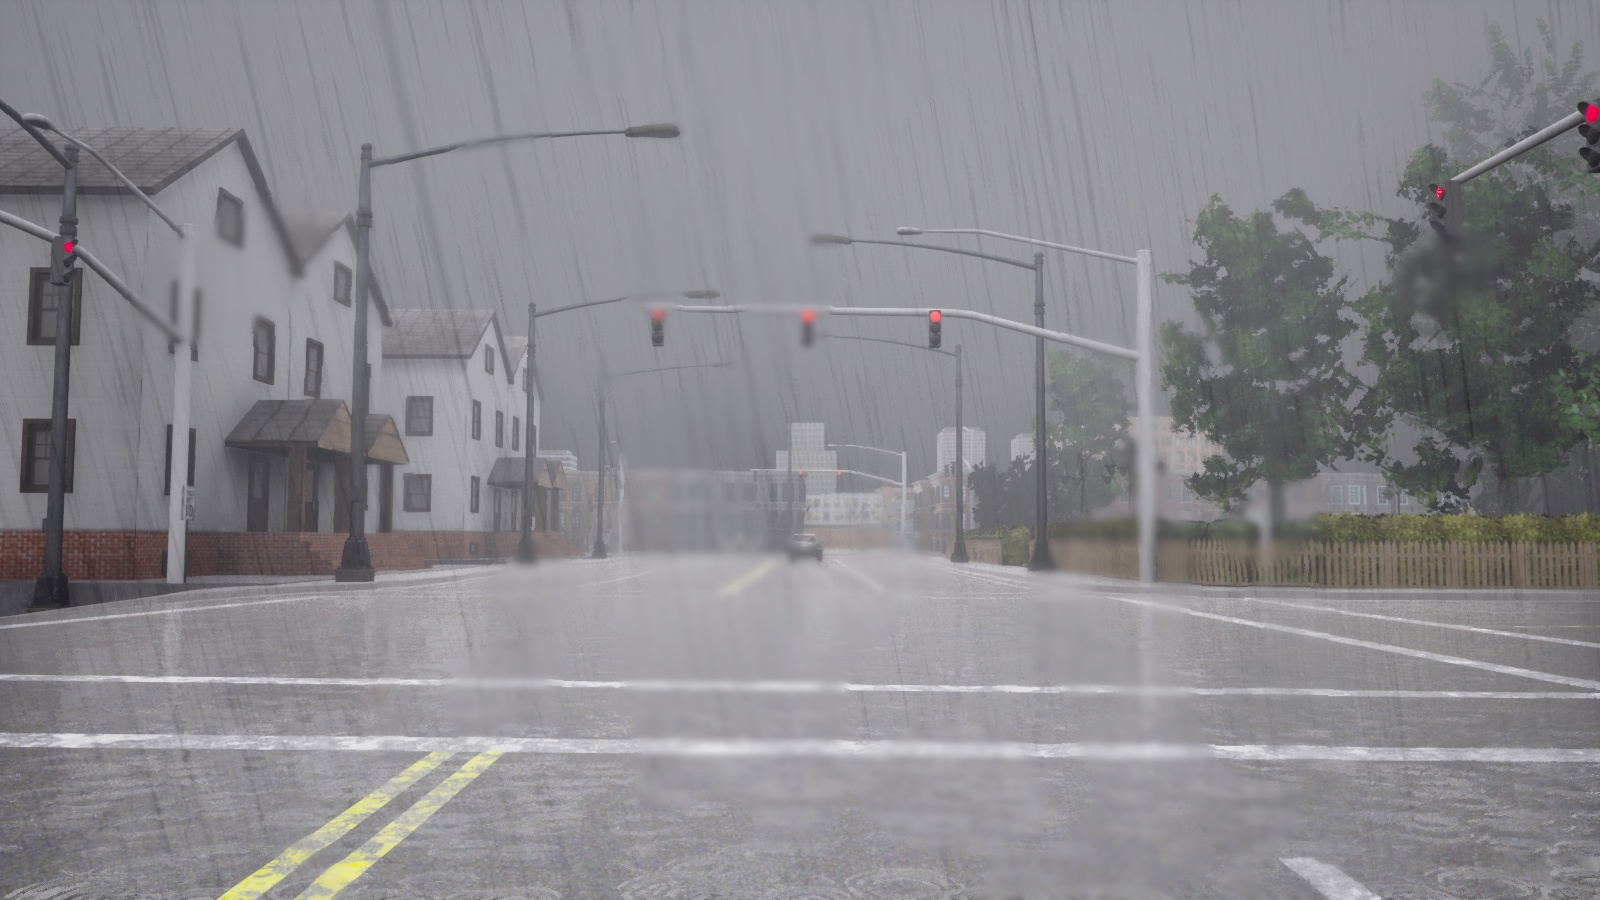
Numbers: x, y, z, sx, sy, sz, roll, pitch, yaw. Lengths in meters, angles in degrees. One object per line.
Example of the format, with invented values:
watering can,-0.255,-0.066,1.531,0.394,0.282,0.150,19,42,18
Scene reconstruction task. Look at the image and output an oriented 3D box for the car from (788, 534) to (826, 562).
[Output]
car,0.366,5.232,67.110,1.970,1.475,3.806,0,-4,1
